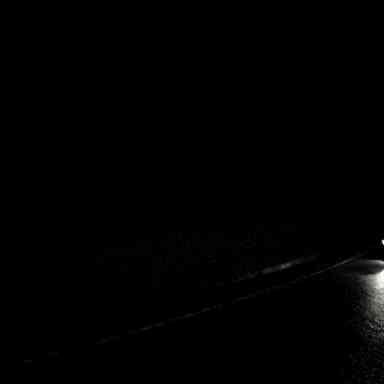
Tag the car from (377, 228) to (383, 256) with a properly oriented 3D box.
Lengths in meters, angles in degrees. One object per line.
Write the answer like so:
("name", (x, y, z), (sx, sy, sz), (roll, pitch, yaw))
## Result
("car", (8.814, 1.647, 13.052), (2.033, 1.411, 5.357), (-2, -1, 40))
